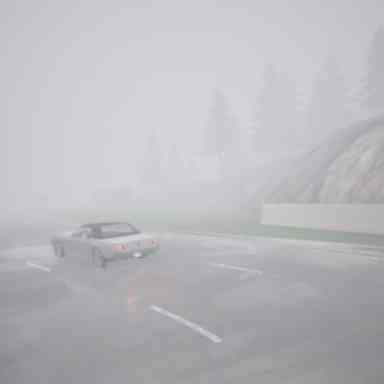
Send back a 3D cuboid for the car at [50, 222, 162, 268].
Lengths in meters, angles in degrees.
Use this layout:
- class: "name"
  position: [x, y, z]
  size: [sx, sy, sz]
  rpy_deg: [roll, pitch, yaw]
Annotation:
- class: "car"
  position: [-3.278, 1.735, 11.915]
  size: [4.718, 1.301, 1.895]
  rpy_deg: [-3, 0, 45]
